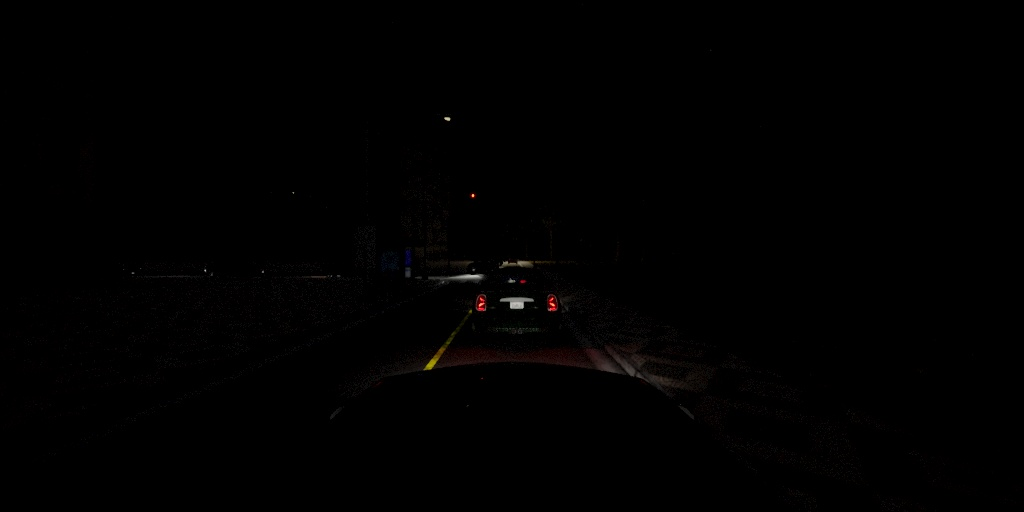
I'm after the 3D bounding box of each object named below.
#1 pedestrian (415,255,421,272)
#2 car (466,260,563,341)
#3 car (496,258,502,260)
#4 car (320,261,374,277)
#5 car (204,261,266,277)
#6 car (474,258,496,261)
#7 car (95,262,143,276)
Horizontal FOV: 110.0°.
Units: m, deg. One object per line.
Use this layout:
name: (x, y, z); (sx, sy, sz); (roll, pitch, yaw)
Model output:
pedestrian: (-9.980, 0.793, 38.122); (0.375, 1.860, 0.375); (0, 0, 2)
car: (0.114, 1.097, 9.972); (2.097, 1.767, 4.553); (0, 0, 0)
car: (-2.949, 1.160, 53.104); (1.882, 1.535, 5.008); (0, 0, 0)
car: (-14.453, 1.186, 32.014); (4.902, 1.511, 2.128); (0, 1, 2)
car: (-24.857, 1.157, 32.307); (4.902, 1.511, 2.128); (0, 1, 2)
car: (-3.606, 1.198, 39.937); (2.128, 1.511, 4.902); (0, 0, 10)
car: (-36.642, 1.233, 32.651); (4.718, 1.301, 1.895); (0, 1, 2)
